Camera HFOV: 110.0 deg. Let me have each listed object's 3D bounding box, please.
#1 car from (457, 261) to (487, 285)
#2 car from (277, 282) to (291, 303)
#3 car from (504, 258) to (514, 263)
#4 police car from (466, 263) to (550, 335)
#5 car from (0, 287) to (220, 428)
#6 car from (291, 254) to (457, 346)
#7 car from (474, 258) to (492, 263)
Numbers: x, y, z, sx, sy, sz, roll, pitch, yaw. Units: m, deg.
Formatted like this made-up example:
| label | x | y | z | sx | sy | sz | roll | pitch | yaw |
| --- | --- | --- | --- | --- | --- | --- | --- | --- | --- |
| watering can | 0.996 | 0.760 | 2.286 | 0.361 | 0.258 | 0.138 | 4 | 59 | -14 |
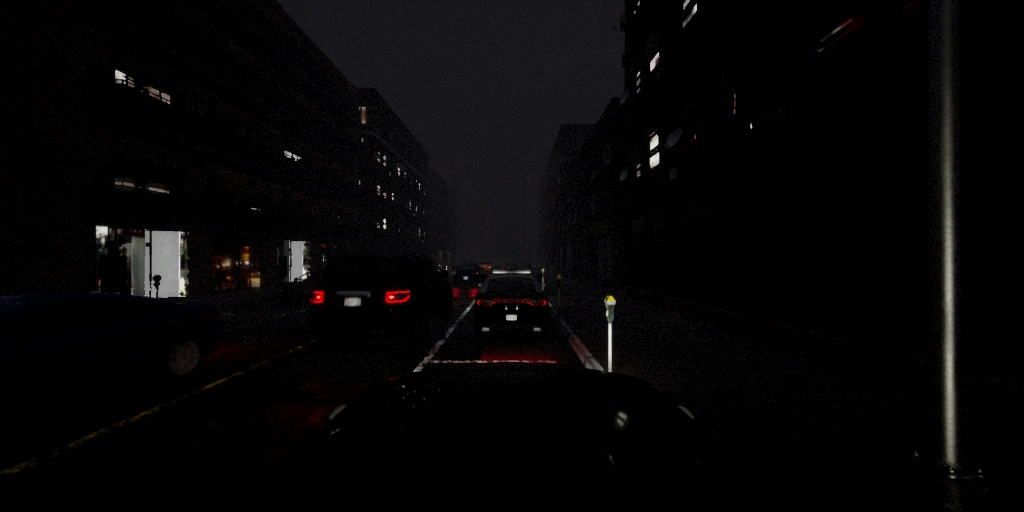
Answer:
| label | x | y | z | sx | sy | sz | roll | pitch | yaw |
| --- | --- | --- | --- | --- | --- | --- | --- | --- | --- |
| car | -3.060 | 1.276 | 25.973 | 1.812 | 1.442 | 4.674 | 0 | 0 | 0 |
| car | -8.837 | 1.333 | 16.462 | 1.802 | 1.307 | 4.207 | 0 | 0 | 0 |
| car | -0.456 | 1.275 | 39.173 | 1.751 | 1.417 | 4.829 | 0 | 0 | 0 |
| police car | -0.011 | 1.175 | 10.609 | 1.930 | 1.638 | 5.238 | 0 | 0 | 0 |
| car | -6.246 | 1.228 | 4.397 | 1.882 | 1.535 | 5.008 | 0 | 0 | 0 |
| car | -3.046 | 0.971 | 9.529 | 2.150 | 2.045 | 5.566 | 0 | 0 | 0 |
| car | -3.145 | 1.205 | 43.349 | 1.801 | 1.575 | 5.366 | 0 | 0 | 0 |
